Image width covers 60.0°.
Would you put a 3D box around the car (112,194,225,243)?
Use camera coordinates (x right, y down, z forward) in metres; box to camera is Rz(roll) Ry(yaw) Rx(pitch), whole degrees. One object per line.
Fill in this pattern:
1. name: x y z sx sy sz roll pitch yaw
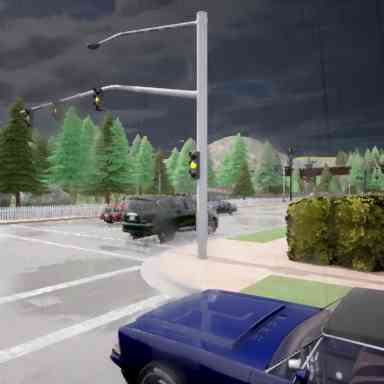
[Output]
1. car: -0.919 1.221 16.456 2.150 2.045 5.566 0 0 38

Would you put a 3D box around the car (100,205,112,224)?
1. car: -3.951 1.221 24.227 2.150 2.045 5.566 0 0 38

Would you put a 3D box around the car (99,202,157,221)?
1. car: -5.299 1.601 28.161 1.895 1.301 4.718 0 0 38

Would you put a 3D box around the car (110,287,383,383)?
1. car: 1.467 1.601 2.919 4.718 1.301 1.895 0 0 36

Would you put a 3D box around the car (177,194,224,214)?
1. car: 1.036 1.221 36.144 2.150 2.045 5.566 0 0 39

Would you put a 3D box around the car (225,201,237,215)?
1. car: 2.416 1.547 32.257 2.033 1.411 5.357 0 0 38
